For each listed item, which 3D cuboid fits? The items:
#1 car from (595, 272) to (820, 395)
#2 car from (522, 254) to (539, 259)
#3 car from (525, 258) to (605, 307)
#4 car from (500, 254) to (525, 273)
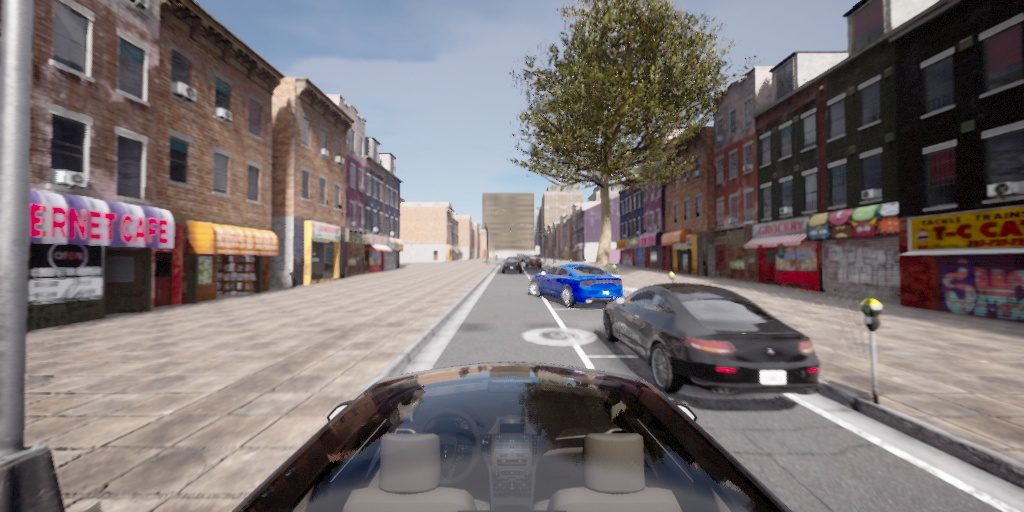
[{"bbox_3d":[3.012,1.205,6.449,1.812,1.442,4.674,0,1,0],"label":"car"},{"bbox_3d":[2.537,0.632,43.233,1.967,1.591,4.097,0,0,0],"label":"car"},{"bbox_3d":[2.366,1.040,14.433,1.882,1.535,5.008,0,1,-19],"label":"car"},{"bbox_3d":[0.007,0.831,33.819,1.812,1.442,4.674,0,1,0],"label":"car"}]
